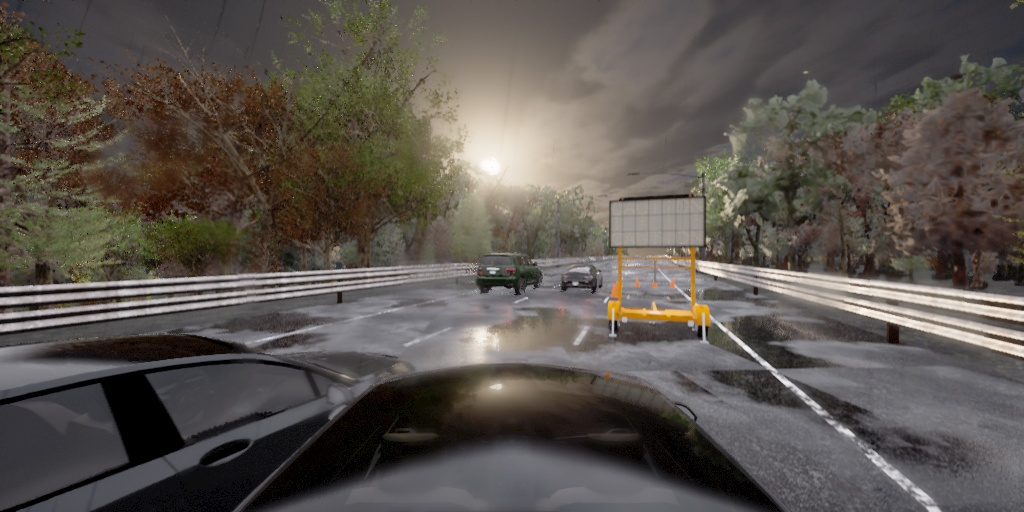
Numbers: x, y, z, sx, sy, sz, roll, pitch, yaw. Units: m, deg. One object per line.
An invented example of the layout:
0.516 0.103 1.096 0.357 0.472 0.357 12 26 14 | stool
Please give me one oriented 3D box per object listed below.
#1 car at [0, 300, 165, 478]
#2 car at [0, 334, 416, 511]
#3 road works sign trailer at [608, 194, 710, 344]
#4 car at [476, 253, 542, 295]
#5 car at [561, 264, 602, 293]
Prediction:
-5.844 1.311 2.702 1.994 1.385 4.181 0 0 19 | car
-2.345 1.248 2.128 1.837 1.490 4.892 0 -1 19 | car
3.893 0.180 9.761 2.380 3.560 2.880 0 0 20 | road works sign trailer
0.001 0.894 19.415 2.150 2.045 5.566 0 0 20 | car
3.974 1.196 20.177 1.812 1.442 4.674 0 0 20 | car
